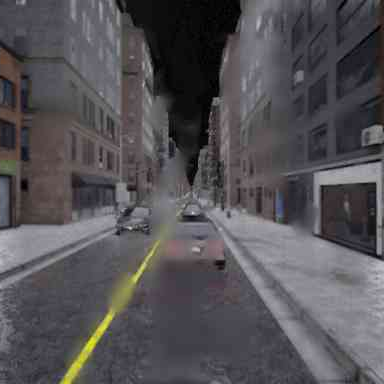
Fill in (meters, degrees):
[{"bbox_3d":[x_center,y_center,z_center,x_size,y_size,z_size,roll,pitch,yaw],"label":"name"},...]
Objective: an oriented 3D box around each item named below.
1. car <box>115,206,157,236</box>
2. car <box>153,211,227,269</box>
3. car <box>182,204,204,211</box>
[{"bbox_3d":[-3.094,1.590,19.111,1.837,1.490,4.892,0,0,0],"label":"car"},{"bbox_3d":[0.087,1.598,11.285,2.033,1.411,5.357,0,0,0],"label":"car"},{"bbox_3d":[0.093,1.698,29.156,1.994,1.385,4.181,0,0,0],"label":"car"}]
